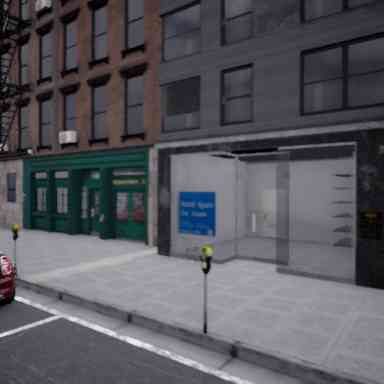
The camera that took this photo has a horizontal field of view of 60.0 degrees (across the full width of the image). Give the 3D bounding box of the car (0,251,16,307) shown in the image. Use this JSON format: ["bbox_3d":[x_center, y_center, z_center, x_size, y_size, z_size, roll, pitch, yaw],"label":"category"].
[{"bbox_3d":[-5.339,1.396,6.620,4.097,1.590,1.967,0,0,36],"label":"car"}]
